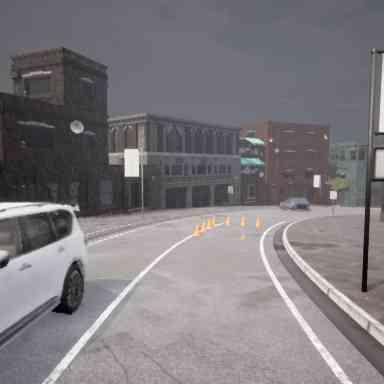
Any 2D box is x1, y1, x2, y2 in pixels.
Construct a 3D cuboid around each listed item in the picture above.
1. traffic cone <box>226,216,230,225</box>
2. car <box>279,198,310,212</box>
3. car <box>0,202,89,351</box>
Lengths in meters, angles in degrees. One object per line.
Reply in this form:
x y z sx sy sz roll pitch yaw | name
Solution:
2.484 1.956 22.684 0.340 0.580 0.340 2 0 12 | traffic cone
13.148 1.504 42.503 4.553 1.767 2.097 2 2 -42 | car
-3.291 1.219 4.677 2.150 2.045 5.566 0 0 3 | car
